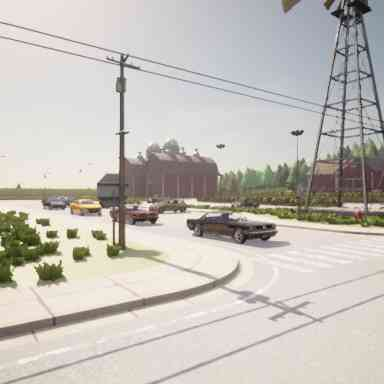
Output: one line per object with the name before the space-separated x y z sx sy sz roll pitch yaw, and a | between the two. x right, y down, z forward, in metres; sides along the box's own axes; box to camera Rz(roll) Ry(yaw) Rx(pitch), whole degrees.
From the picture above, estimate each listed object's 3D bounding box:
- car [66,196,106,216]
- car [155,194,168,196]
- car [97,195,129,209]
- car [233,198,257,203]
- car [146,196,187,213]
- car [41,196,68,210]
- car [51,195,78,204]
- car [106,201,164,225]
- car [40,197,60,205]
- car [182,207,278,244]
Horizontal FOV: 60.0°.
car | -10.496 1.481 32.723 1.882 1.535 5.008 0 0 -36
car | -6.301 1.320 62.340 4.605 1.855 1.932 0 0 -36
car | -10.990 1.319 46.292 3.866 1.878 1.905 0 0 -36
car | 7.107 1.531 44.296 3.905 1.438 1.784 0 0 -36
car | -2.576 1.512 35.742 4.193 1.474 1.816 0 0 -36
car | -17.623 1.550 42.426 2.033 1.411 5.357 0 0 -36
car | -25.272 1.486 65.836 4.611 1.667 2.242 0 0 -36
car | -4.303 1.604 24.343 1.895 1.301 4.718 0 0 -36
car | -25.105 1.552 58.687 2.033 1.411 5.357 0 0 -36
car | 1.801 1.604 16.110 1.895 1.301 4.718 0 0 -37
